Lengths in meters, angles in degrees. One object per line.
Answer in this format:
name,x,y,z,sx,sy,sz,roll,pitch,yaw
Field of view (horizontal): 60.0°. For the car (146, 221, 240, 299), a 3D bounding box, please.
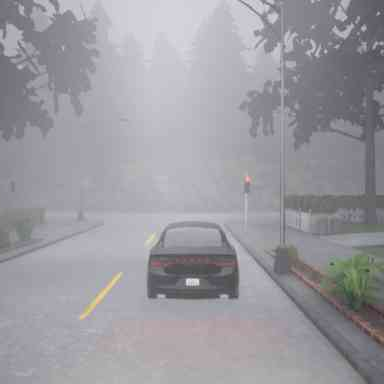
car,0.040,1.474,8.481,1.882,1.535,5.008,0,0,1
